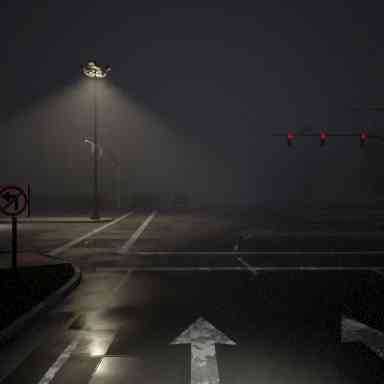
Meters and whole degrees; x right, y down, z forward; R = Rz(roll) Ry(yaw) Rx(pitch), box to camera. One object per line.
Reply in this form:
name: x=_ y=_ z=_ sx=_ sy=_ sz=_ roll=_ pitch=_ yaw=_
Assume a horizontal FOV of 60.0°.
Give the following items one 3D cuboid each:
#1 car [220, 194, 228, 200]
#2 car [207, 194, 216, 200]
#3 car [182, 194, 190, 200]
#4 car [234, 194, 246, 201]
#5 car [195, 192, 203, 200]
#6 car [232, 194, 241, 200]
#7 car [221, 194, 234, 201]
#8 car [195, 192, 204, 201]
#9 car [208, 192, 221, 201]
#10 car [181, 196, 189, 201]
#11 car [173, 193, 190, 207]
car: x=8.925 y=1.385 z=92.932 sx=1.994 sy=1.385 sz=4.181 roll=0 pitch=0 yaw=0
car: x=5.425 y=1.357 z=92.950 sx=2.128 sy=1.511 sz=4.902 roll=0 pitch=0 yaw=0
car: x=-1.575 y=1.357 z=92.986 sx=2.128 sy=1.511 sz=4.902 roll=0 pitch=0 yaw=0
car: x=12.377 y=1.472 z=83.744 sx=1.882 sy=1.535 sz=5.008 roll=0 pitch=0 yaw=0
car: x=1.925 y=1.057 z=92.998 sx=2.150 sy=2.045 sz=5.566 roll=0 pitch=0 yaw=0
car: x=12.425 y=1.332 z=92.914 sx=1.837 sy=1.490 sz=4.892 roll=0 pitch=0 yaw=0
car: x=8.881 y=1.350 z=84.532 sx=2.097 sy=1.767 sz=4.553 roll=0 pitch=0 yaw=0
car: x=1.875 y=1.471 z=83.382 sx=1.882 sy=1.535 sz=5.008 roll=0 pitch=0 yaw=0
car: x=5.377 y=1.349 z=83.750 sx=2.097 sy=1.767 sz=4.553 roll=0 pitch=0 yaw=0
car: x=-1.622 y=1.589 z=83.847 sx=1.895 sy=1.301 sz=4.718 roll=0 pitch=0 yaw=0
car: x=-1.788 y=1.221 z=51.984 sx=2.150 sy=2.045 sz=5.566 roll=0 pitch=0 yaw=0
